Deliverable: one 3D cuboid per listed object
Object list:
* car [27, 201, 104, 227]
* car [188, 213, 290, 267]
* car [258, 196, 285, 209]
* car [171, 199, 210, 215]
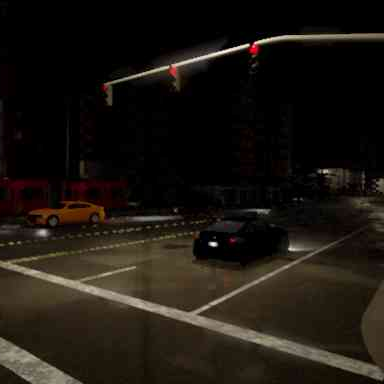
[{"bbox_3d":[-8.136,1.353,21.832,1.882,1.535,5.008,1,0,36],"label":"car"},{"bbox_3d":[1.826,1.546,11.564,1.994,1.385,4.181,0,0,37],"label":"car"},{"bbox_3d":[11.361,1.684,48.744,2.128,1.511,4.902,1,0,36],"label":"car"},{"bbox_3d":[-0.072,1.482,33.009,2.128,1.511,4.902,1,0,37],"label":"car"}]
